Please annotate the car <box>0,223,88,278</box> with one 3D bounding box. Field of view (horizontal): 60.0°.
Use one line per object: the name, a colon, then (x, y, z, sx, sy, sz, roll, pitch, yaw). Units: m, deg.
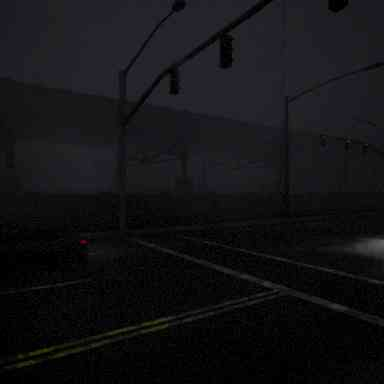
car: (-5.043, 1.564, 8.996, 4.181, 1.385, 1.994, 0, 0, -35)
